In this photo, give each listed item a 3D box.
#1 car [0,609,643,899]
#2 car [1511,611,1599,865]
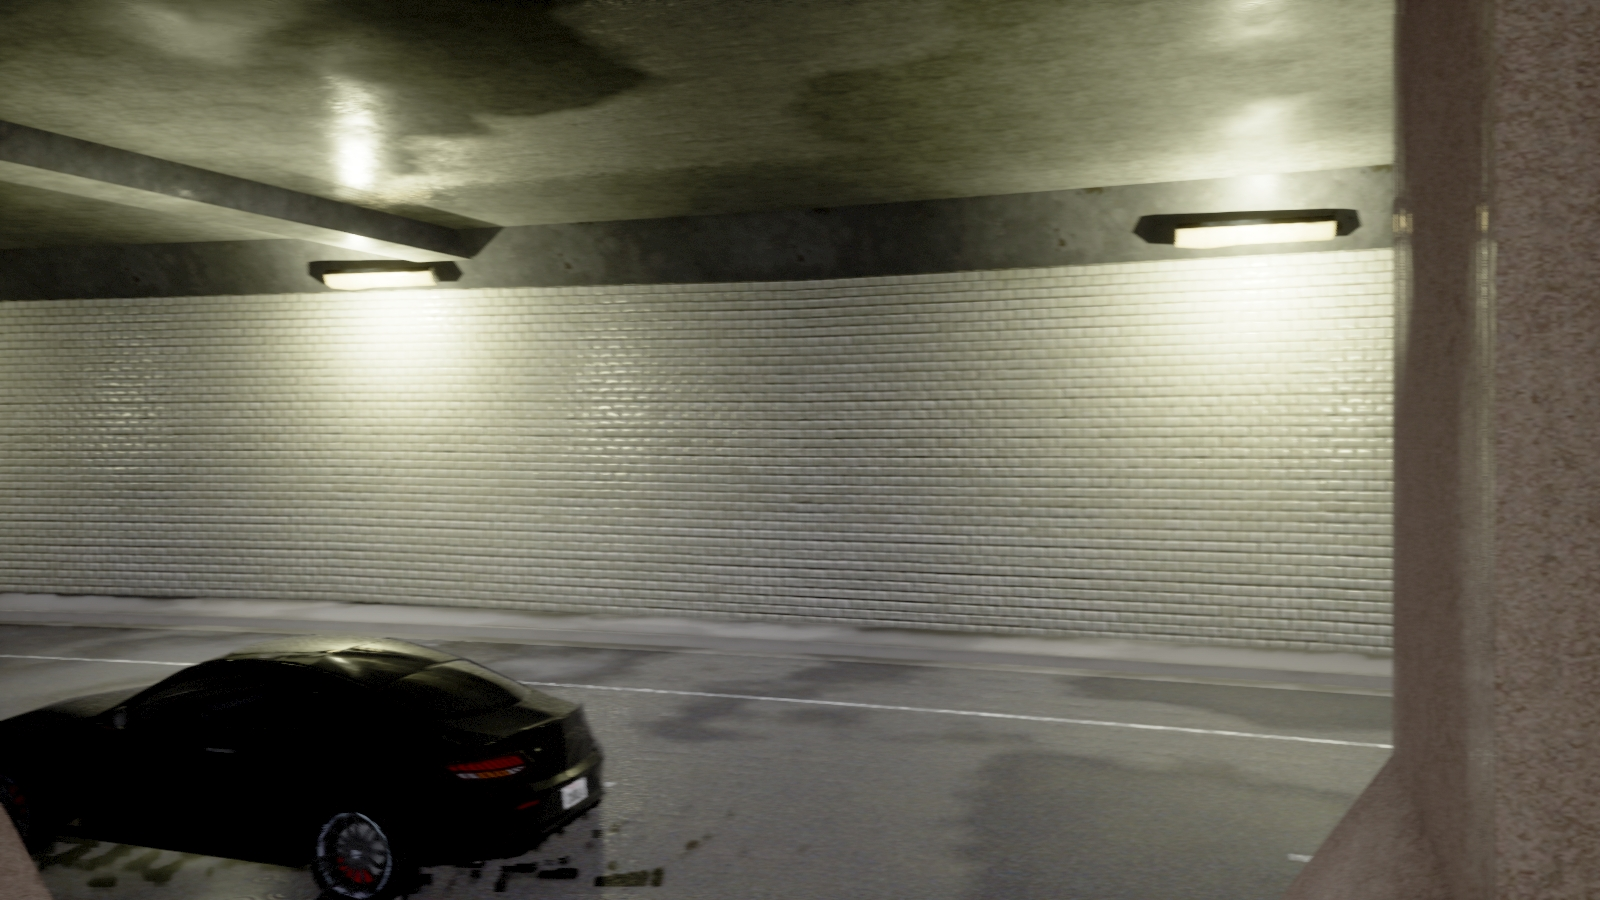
[{"bbox_3d":[-3.682,2.080,8.147,4.674,1.442,2.002,0,0,17],"label":"car"},{"bbox_3d":[7.745,2.079,7.784,4.674,1.442,2.002,0,0,23],"label":"car"}]
